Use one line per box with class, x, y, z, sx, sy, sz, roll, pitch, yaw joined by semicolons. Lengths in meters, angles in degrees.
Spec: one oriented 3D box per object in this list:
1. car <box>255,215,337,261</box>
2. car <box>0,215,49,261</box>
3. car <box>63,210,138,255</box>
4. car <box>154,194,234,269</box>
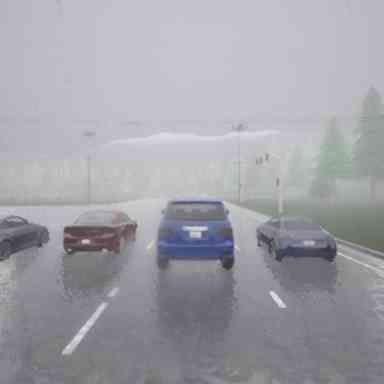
car;3.605;1.526;12.193;1.994;1.385;4.181;0;0;0
car;-6.895;1.526;12.054;1.994;1.385;4.181;0;0;0
car;-3.389;1.436;13.158;1.882;1.535;5.008;0;0;0
car;0.097;1.184;11.141;2.150;2.045;5.566;0;0;0
